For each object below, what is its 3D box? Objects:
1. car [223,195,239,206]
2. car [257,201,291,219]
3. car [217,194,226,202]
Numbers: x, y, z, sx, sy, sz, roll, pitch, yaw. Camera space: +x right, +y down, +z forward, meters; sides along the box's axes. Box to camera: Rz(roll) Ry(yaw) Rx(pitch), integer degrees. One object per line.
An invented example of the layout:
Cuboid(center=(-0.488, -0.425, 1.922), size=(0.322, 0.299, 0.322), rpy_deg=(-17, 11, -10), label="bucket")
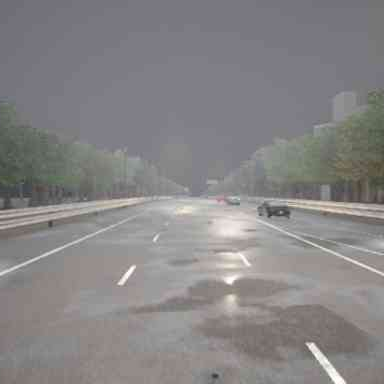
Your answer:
Cuboid(center=(7.015, 1.606, 57.543), size=(1.994, 1.385, 4.181), rpy_deg=(0, 0, 0), label="car")
Cuboid(center=(7.076, 1.492, 29.143), size=(1.882, 1.535, 5.008), rpy_deg=(0, 0, -1), label="car")
Cuboid(center=(7.092, 1.404, 79.373), size=(2.150, 2.045, 5.566), rpy_deg=(0, -1, 0), label="car")
